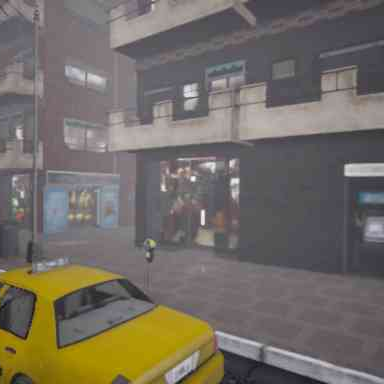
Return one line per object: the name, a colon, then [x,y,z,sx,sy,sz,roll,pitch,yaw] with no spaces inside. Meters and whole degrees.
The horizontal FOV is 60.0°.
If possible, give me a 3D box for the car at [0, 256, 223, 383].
car: [-1.964,1.518,4.263,4.829,1.417,1.752,0,1,36]
